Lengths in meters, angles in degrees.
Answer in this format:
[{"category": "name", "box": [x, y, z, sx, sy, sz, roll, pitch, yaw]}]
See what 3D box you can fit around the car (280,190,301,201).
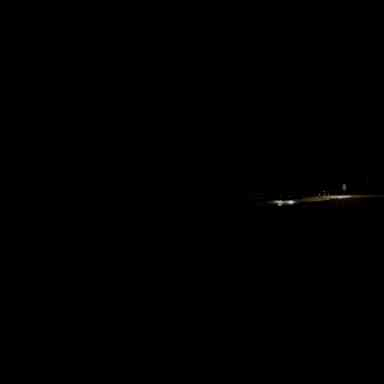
[{"category": "car", "box": [14.643, 0.472, 49.386, 1.882, 1.535, 5.008, -1, 0, 36]}]
